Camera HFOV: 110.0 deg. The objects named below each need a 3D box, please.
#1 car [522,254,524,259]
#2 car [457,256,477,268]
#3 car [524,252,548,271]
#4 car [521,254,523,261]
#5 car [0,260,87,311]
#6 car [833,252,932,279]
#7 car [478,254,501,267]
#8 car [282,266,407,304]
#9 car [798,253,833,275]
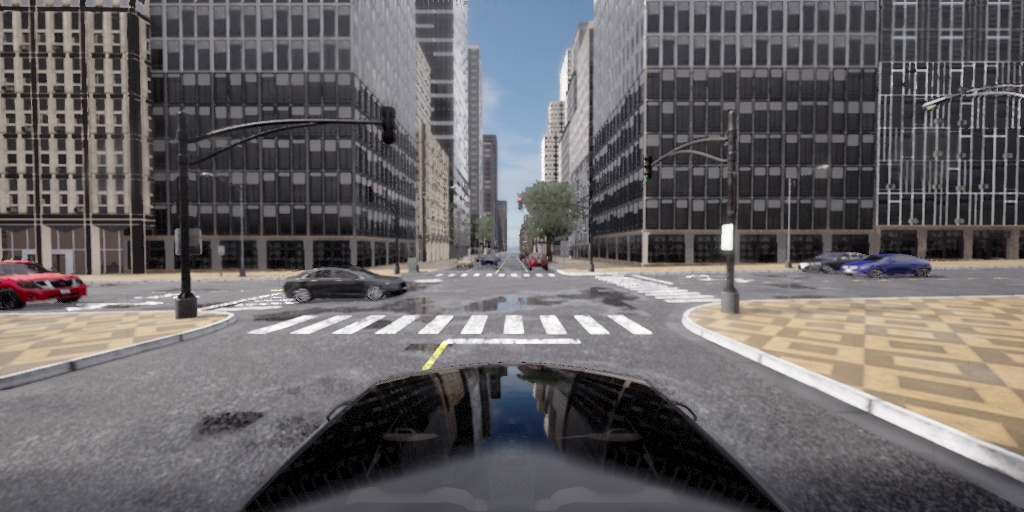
[{"bbox_3d":[2.738,0.651,49.624,1.751,1.417,4.829,0,0,0],"label":"car"},{"bbox_3d":[-5.652,0.727,43.653,1.751,1.417,4.829,0,0,0],"label":"car"},{"bbox_3d":[2.721,0.589,38.175,2.192,1.841,5.009,0,0,0],"label":"car"},{"bbox_3d":[2.746,0.633,55.095,1.802,1.307,4.207,0,0,0],"label":"car"},{"bbox_3d":[-21.609,1.178,15.081,5.566,2.045,2.150,-1,1,-1],"label":"car"},{"bbox_3d":[23.308,0.603,22.380,4.674,1.442,1.812,-1,1,-1],"label":"car"},{"bbox_3d":[-3.027,0.490,48.569,2.097,1.767,4.553,0,1,0],"label":"car"},{"bbox_3d":[-7.032,1.176,15.293,4.892,1.490,1.837,-1,2,-1],"label":"car"},{"bbox_3d":[23.242,0.499,25.628,4.902,1.511,2.128,-1,1,-1],"label":"car"}]
